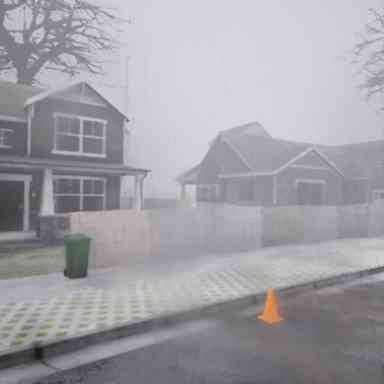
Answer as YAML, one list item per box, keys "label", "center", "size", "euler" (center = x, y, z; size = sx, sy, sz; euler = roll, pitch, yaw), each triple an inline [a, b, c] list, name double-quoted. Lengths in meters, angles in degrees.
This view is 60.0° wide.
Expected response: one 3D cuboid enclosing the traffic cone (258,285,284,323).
- label: "traffic cone"
  center: [1.415, 1.973, 5.956]
  size: [0.340, 0.580, 0.340]
  euler: [0, 0, -34]
